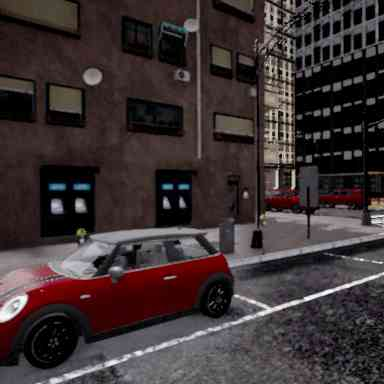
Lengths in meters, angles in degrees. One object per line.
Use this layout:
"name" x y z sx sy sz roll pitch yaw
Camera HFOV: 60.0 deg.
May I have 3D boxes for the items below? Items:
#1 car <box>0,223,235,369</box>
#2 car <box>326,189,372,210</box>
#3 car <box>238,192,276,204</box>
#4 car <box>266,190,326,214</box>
"car" -1.279 1.413 5.645 4.097 1.590 1.967 -1 1 -35
"car" 14.336 0.647 31.525 2.192 1.841 5.009 1 1 -36
"car" 7.810 0.692 40.502 1.947 1.339 4.313 1 1 -36
"car" 7.593 0.735 26.551 2.192 1.841 5.009 1 1 -36
